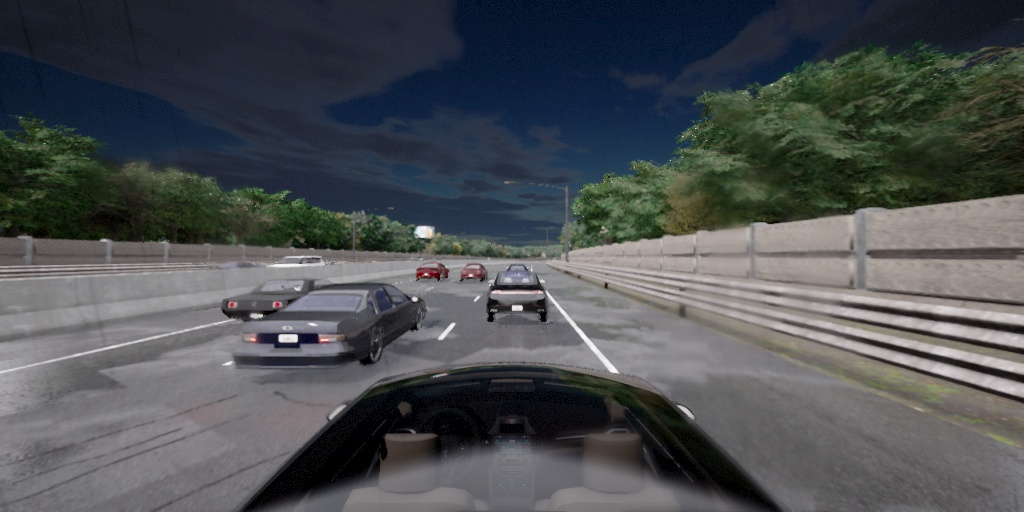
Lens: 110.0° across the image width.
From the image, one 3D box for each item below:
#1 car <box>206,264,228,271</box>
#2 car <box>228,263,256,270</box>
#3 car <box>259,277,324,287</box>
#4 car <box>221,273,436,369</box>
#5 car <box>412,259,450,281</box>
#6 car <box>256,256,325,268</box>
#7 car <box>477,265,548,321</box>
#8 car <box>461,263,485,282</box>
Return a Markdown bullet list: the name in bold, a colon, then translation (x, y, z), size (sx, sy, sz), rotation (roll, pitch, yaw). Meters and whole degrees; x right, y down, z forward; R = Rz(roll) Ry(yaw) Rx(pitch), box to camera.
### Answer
- **car**: translation (-24.192, 1.314, 31.420), size (2.033, 1.411, 5.357), rotation (0, 0, 2)
- **car**: translation (-20.725, 1.368, 29.998), size (1.895, 1.301, 4.718), rotation (0, 0, 1)
- **car**: translation (-6.837, 1.345, 11.865), size (1.895, 1.301, 4.718), rotation (0, 0, 1)
- **car**: translation (-3.369, 1.292, 7.937), size (2.033, 1.411, 5.357), rotation (0, 0, 0)
- **car**: translation (-6.521, 1.255, 29.954), size (1.882, 1.535, 5.008), rotation (0, 0, 1)
- **car**: translation (-17.254, 0.987, 28.800), size (2.150, 2.045, 5.566), rotation (0, 0, 1)
- **car**: translation (0.171, 1.239, 12.415), size (2.128, 1.511, 4.902), rotation (0, 0, 1)
- **car**: translation (-3.048, 1.304, 29.366), size (1.812, 1.442, 4.674), rotation (0, 0, 1)
